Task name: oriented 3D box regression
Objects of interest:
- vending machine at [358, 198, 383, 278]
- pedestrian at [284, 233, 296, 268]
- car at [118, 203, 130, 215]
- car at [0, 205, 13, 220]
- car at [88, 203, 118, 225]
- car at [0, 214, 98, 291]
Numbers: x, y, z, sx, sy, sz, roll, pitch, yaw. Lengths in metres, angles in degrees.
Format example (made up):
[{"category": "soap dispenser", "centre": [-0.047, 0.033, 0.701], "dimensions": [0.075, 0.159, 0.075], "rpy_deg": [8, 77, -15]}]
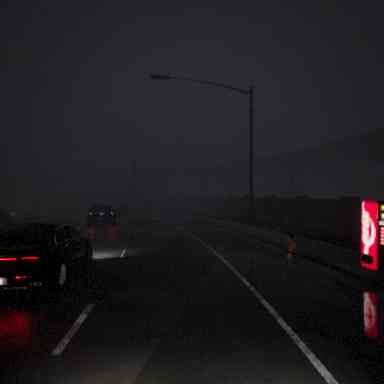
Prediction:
[{"category": "vending machine", "centre": [5.438, 1.236, 9.325], "dimensions": [1.100, 2.100, 0.880], "rpy_deg": [1, 0, -5]}, {"category": "pedestrian", "centre": [3.021, 1.725, 10.086], "dimensions": [0.500, 1.100, 0.500], "rpy_deg": [-1, 0, -6]}, {"category": "car", "centre": [-9.287, 2.194, 42.553], "dimensions": [2.128, 1.511, 4.902], "rpy_deg": [0, -1, -24]}, {"category": "car", "centre": [-13.541, 1.820, 22.237], "dimensions": [2.128, 1.511, 4.902], "rpy_deg": [0, -1, -14]}, {"category": "car", "centre": [-7.504, 1.759, 27.596], "dimensions": [2.097, 1.767, 4.553], "rpy_deg": [0, -1, -15]}, {"category": "car", "centre": [-4.032, 1.551, 9.017], "dimensions": [1.837, 1.490, 4.892], "rpy_deg": [0, -1, -5]}]
